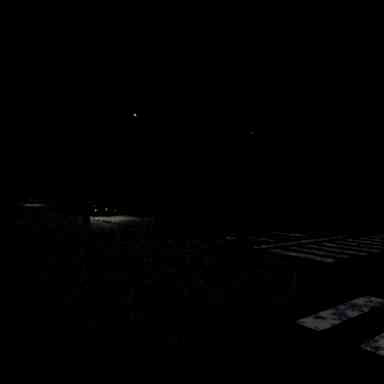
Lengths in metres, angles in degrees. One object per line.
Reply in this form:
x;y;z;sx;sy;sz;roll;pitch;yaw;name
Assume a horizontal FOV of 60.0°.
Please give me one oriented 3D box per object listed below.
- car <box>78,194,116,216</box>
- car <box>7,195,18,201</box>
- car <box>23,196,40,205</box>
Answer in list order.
-9.305;1.213;32.238;2.150;2.045;5.566;1;0;-36;car
-41.816;1.434;77.554;1.812;1.442;4.674;1;-1;-36;car
-28.306;1.505;58.720;1.812;1.442;4.674;1;0;-36;car
